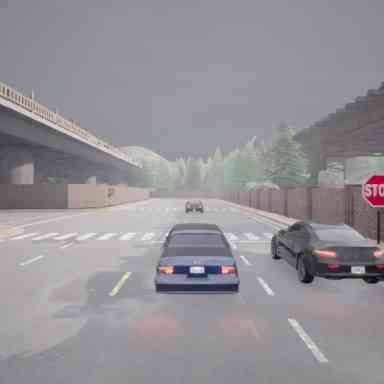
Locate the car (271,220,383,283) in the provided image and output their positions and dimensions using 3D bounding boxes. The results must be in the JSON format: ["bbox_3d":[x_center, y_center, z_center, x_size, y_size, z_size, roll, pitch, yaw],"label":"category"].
[{"bbox_3d":[3.600,1.526,9.505,1.812,1.442,4.674,0,0,0],"label":"car"}]

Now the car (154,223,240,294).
[{"bbox_3d":[0.099,1.547,8.908,2.033,1.411,5.357,0,0,0],"label":"car"}]

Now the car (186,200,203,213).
[{"bbox_3d":[0.257,1.601,37.506,1.895,1.301,4.718,0,0,0],"label":"car"}]
